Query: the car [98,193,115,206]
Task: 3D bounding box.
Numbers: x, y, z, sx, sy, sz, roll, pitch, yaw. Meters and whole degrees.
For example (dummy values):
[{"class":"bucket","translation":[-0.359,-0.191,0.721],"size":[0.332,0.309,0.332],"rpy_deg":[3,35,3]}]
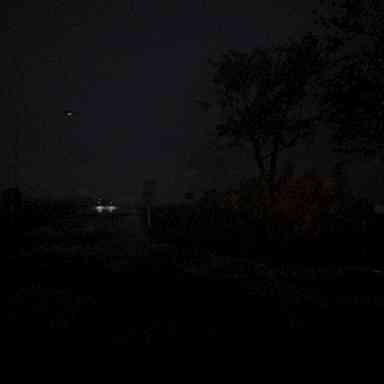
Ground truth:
[{"class":"car","translation":[-13.412,1.182,52.417],"size":[2.150,2.045,5.566],"rpy_deg":[1,0,-10]}]
